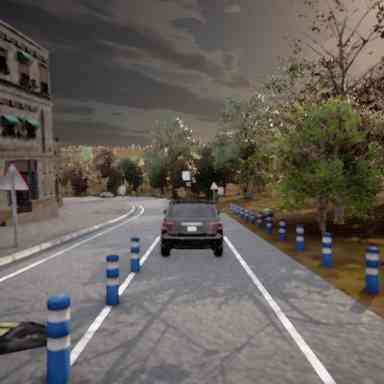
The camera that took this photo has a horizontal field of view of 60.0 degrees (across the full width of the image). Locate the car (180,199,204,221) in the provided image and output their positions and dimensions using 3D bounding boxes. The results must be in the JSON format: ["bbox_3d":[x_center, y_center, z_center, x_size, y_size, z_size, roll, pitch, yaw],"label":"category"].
[{"bbox_3d":[-0.054,1.460,28.271,1.882,1.535,5.008,0,1,-1],"label":"car"}]

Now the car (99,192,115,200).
[{"bbox_3d":[-17.656,0.787,69.073,1.837,1.490,4.892,-5,3,-39],"label":"car"}]

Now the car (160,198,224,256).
[{"bbox_3d":[-0.001,1.257,13.170,2.150,2.045,5.566,0,0,0],"label":"car"}]
